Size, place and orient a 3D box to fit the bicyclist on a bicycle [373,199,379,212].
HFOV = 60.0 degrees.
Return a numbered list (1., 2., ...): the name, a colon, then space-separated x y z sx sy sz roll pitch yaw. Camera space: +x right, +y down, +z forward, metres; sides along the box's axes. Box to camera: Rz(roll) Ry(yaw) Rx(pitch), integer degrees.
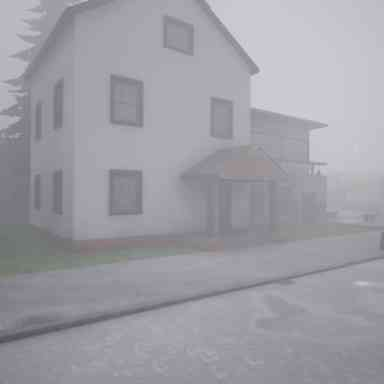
1. bicyclist on a bicycle: 24.055 1.769 43.444 1.656 1.620 0.582 0 0 -35
